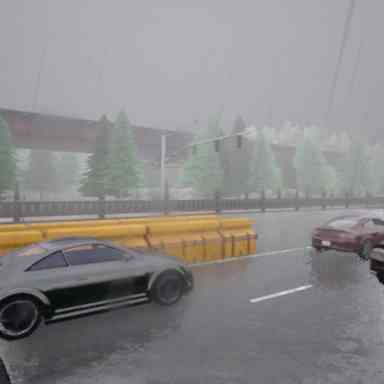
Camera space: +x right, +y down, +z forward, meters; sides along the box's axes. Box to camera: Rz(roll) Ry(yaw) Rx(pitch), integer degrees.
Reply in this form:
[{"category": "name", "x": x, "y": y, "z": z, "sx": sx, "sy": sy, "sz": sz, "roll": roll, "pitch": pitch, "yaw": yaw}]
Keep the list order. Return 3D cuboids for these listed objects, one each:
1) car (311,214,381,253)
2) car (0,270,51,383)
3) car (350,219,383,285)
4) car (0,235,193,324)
[{"category": "car", "x": 6.447, "y": 1.583, "z": 12.660, "sx": 4.674, "sy": 1.442, "sz": 1.812, "roll": 0, "pitch": 0, "yaw": -35}, {"category": "car", "x": -3.073, "y": 1.556, "z": 1.548, "sx": 4.181, "sy": 1.385, "sz": 1.994, "roll": 0, "pitch": 0, "yaw": -36}, {"category": "car", "x": 6.363, "y": 1.537, "z": 8.308, "sx": 4.902, "sy": 1.511, "sz": 2.128, "roll": 0, "pitch": 0, "yaw": -35}, {"category": "car", "x": -2.030, "y": 1.574, "z": 6.596, "sx": 4.181, "sy": 1.385, "sz": 1.994, "roll": 0, "pitch": 0, "yaw": -36}]
